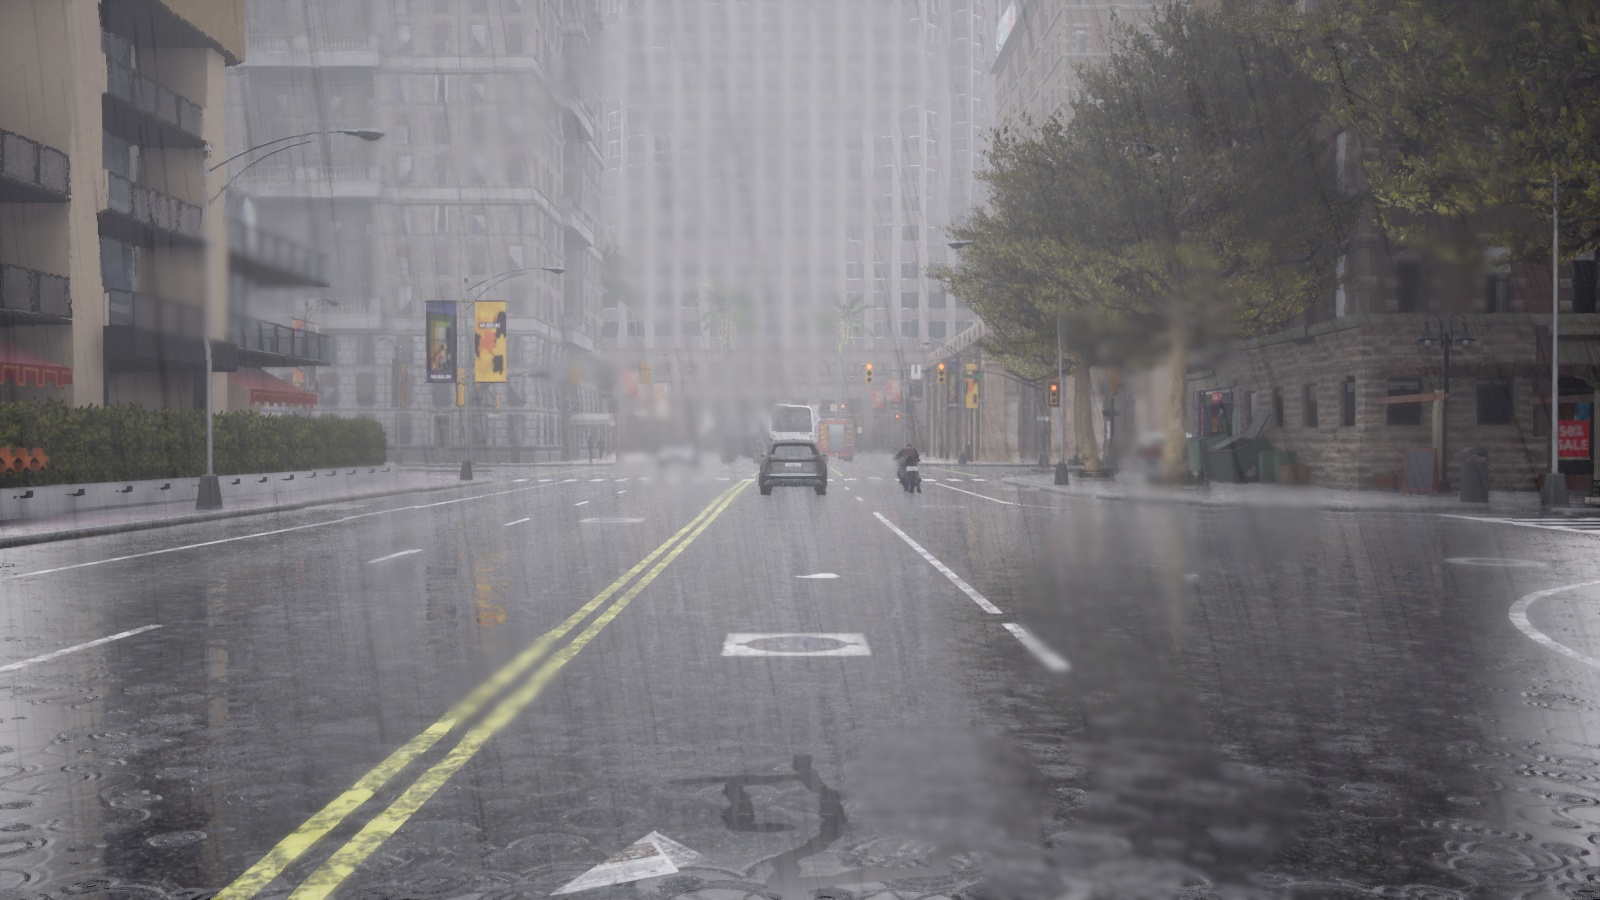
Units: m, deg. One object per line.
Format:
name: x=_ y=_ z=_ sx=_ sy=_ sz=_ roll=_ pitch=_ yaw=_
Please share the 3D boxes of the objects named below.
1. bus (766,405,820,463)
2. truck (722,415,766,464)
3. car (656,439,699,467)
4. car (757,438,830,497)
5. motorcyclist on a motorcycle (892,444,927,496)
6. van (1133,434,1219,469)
bus: x=-0.563 y=-1.176 z=96.592 sx=3.944 sy=4.253 sz=10.273 roll=0 pitch=0 yaw=0
truck: x=-4.030 y=-0.756 z=91.626 sx=2.891 sy=3.462 sz=7.936 roll=0 pitch=0 yaw=0
car: x=-7.437 y=0.152 z=76.709 sx=2.242 sy=1.667 sz=4.611 roll=0 pitch=0 yaw=0
car: x=-0.196 y=0.465 z=37.376 sx=2.033 sy=1.649 sz=4.856 roll=0 pitch=0 yaw=0
motorcyclist on a motorcycle: x=3.298 y=0.569 z=38.045 sx=0.866 sy=1.530 sz=2.191 roll=0 pitch=0 yaw=0
van: x=22.090 y=0.071 z=73.871 sx=4.480 sy=2.038 sz=2.069 roll=0 pitch=0 yaw=1
